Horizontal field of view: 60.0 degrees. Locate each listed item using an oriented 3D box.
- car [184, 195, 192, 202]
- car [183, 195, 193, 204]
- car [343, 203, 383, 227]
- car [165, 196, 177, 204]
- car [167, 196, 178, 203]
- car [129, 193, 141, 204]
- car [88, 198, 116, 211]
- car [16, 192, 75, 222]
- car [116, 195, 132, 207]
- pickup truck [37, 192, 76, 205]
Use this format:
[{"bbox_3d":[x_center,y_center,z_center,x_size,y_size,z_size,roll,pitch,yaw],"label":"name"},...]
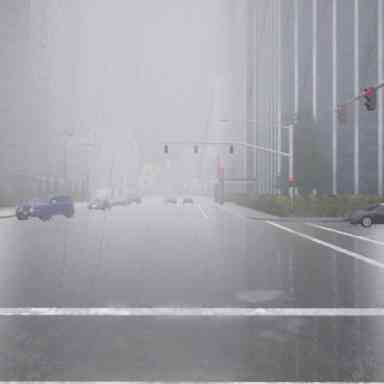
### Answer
[{"bbox_3d":[-0.866,1.439,75.614,1.882,1.535,5.008,0,0,-1],"label":"car"},{"bbox_3d":[-0.776,1.571,65.363,1.812,1.442,4.674,0,0,-1],"label":"car"},{"bbox_3d":[12.623,1.520,22.107,4.892,1.490,1.837,0,0,0],"label":"car"},{"bbox_3d":[-4.173,1.646,65.022,1.895,1.301,4.718,0,0,0],"label":"car"},{"bbox_3d":[-4.362,1.593,75.283,2.033,1.411,5.357,0,0,-1],"label":"car"},{"bbox_3d":[-11.306,1.267,64.949,2.150,2.045,5.566,0,0,0],"label":"car"},{"bbox_3d":[-11.150,1.519,40.296,2.128,1.511,4.902,0,0,0],"label":"car"},{"bbox_3d":[-11.830,1.243,27.384,2.150,2.045,5.566,0,0,11],"label":"car"},{"bbox_3d":[-11.243,1.562,52.440,1.812,1.442,4.674,0,0,0],"label":"car"},{"bbox_3d":[-24.352,1.101,60.051,2.390,2.098,6.274,0,0,30],"label":"pickup truck"}]
